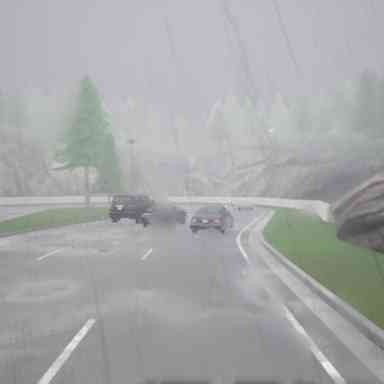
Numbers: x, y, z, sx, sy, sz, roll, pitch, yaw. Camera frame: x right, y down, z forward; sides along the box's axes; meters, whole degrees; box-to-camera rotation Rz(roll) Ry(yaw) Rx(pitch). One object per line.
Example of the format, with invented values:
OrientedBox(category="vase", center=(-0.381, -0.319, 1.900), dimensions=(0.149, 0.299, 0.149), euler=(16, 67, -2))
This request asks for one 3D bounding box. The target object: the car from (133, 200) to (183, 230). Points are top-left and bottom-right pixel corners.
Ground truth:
OrientedBox(category="car", center=(-1.640, 1.477, 21.375), dimensions=(2.128, 1.511, 4.902), euler=(0, 0, 14))

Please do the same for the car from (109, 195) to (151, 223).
OrientedBox(category="car", center=(-4.212, 1.205, 25.334), dimensions=(2.150, 2.045, 5.566), euler=(0, 0, 16))

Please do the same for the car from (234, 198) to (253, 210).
OrientedBox(category="car", center=(6.365, 1.498, 41.755), dimensions=(1.812, 1.442, 4.674), euler=(0, 0, -4))

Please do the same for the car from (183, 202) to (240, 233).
OrientedBox(category="car", center=(1.309, 1.534, 19.496), dimensions=(2.033, 1.411, 5.357), euler=(0, 0, 14))
